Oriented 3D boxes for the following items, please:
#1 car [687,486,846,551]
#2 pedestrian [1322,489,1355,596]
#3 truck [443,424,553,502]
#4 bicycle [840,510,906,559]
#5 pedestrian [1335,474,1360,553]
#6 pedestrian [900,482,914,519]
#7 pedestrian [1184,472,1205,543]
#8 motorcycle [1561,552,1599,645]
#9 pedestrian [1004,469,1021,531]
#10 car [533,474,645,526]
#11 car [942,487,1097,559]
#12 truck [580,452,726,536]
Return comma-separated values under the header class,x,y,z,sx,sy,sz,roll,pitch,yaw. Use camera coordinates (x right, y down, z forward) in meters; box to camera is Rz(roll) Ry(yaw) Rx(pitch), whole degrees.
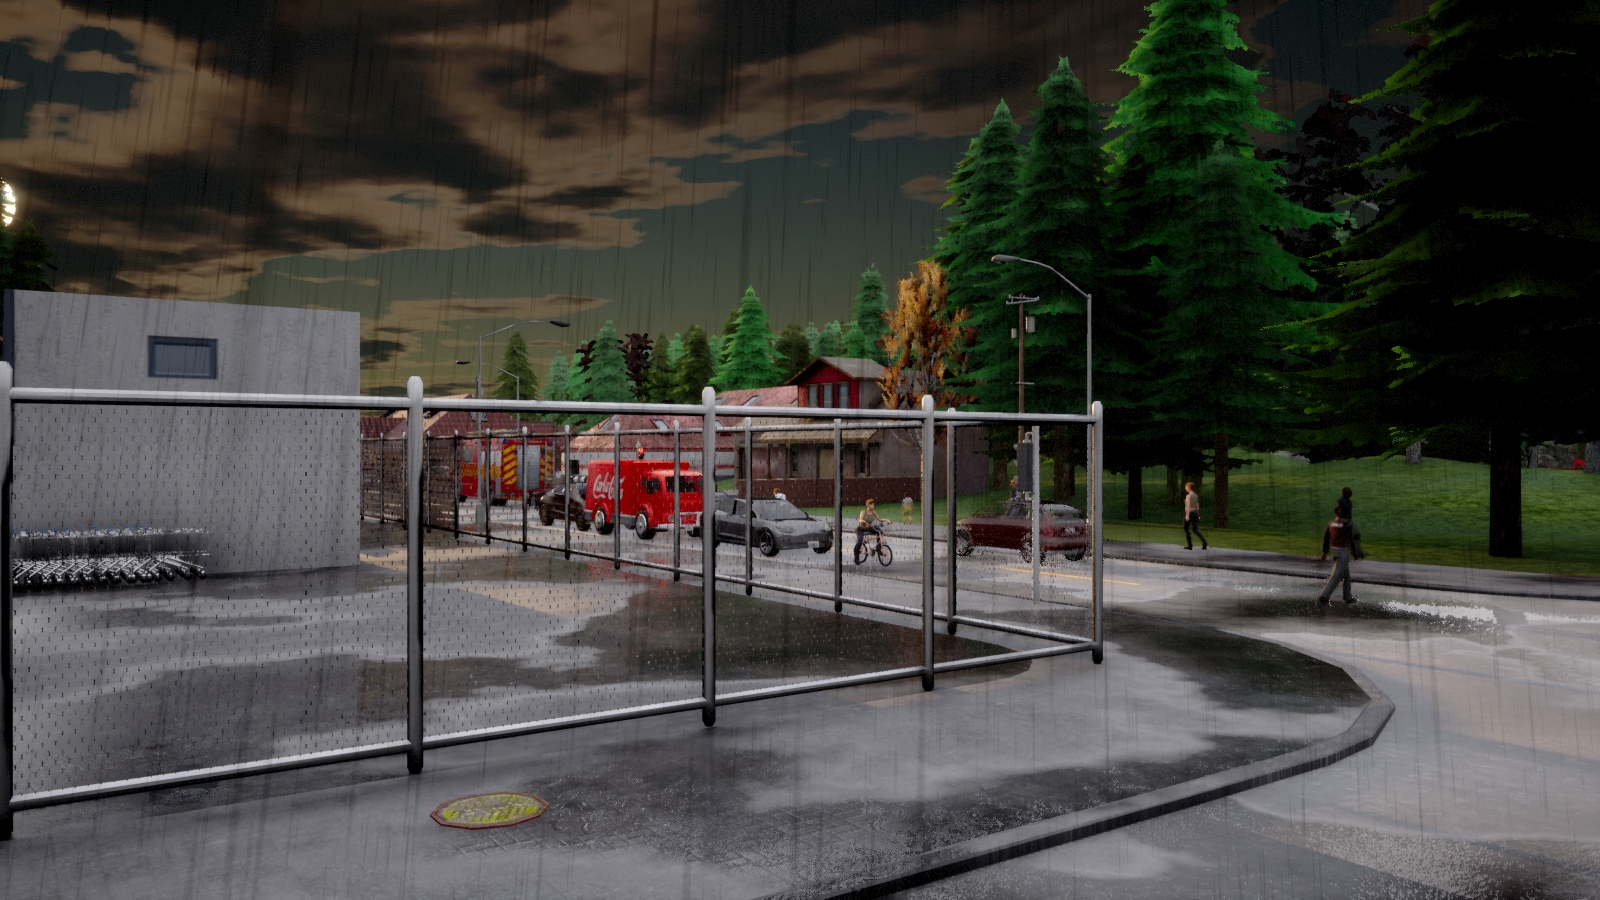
class,x,y,z,sx,sy,sz,roll,pitch,yaw
car,-1.029,1.840,31.812,2.163,1.488,4.792,0,0,-35
pedestrian,9.578,1.625,20.311,0.375,1.860,0.375,0,0,-25
truck,-16.069,0.665,60.301,2.891,3.827,8.468,0,0,-35
bicycle,1.773,2.033,27.810,0.859,1.080,1.487,0,0,-35
pedestrian,13.122,1.520,27.394,0.375,1.860,0.375,0,0,-23
pedestrian,3.818,1.801,40.646,0.375,1.300,0.375,0,0,-22
pedestrian,10.464,1.522,30.342,0.375,1.860,0.375,0,0,-33
motorcycle,11.392,1.990,15.133,2.033,1.145,0.803,0,0,17
pedestrian,6.499,1.520,34.928,0.375,1.860,0.375,0,0,-44
car,-7.756,1.772,41.538,2.152,1.651,5.027,0,0,-34
car,5.560,1.806,29.294,1.789,1.549,3.705,0,1,-35
truck,-4.910,1.336,37.383,2.627,2.467,5.204,0,0,-35
